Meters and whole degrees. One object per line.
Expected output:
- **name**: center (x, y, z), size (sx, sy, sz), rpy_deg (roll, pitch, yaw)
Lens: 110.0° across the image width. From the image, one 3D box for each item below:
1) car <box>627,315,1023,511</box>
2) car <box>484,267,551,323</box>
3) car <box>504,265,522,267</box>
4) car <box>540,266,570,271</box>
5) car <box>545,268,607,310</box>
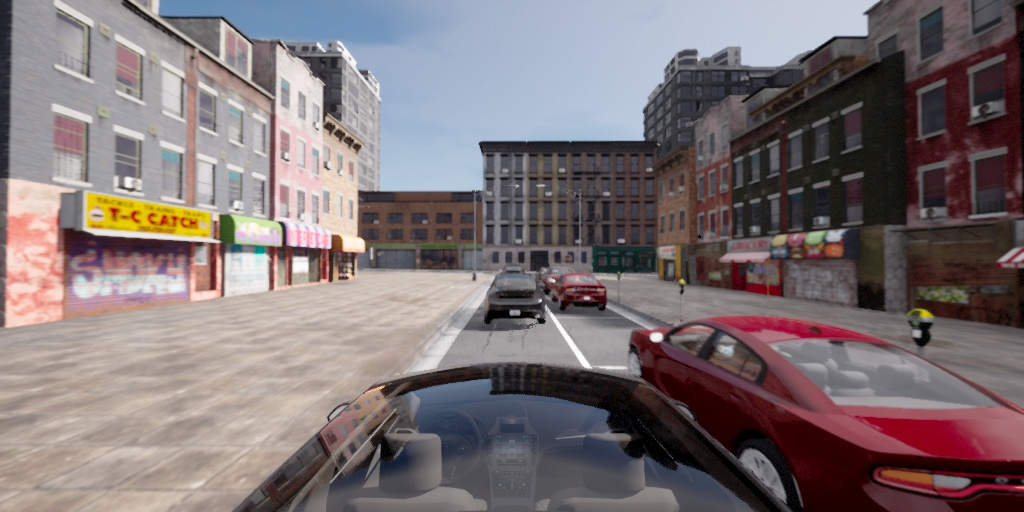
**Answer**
- **car**: center (2.638, 1.307, 3.877), size (1.888, 1.381, 4.507), rpy_deg (0, 0, 0)
- **car**: center (0.088, 1.318, 12.360), size (1.837, 1.490, 4.892), rpy_deg (0, 0, 0)
- **car**: center (0.091, 1.405, 27.251), size (1.837, 1.490, 4.892), rpy_deg (0, 0, 0)
- **car**: center (2.641, 1.298, 20.387), size (1.967, 1.591, 4.097), rpy_deg (0, 0, 0)
- **car**: center (2.640, 1.371, 14.884), size (1.888, 1.381, 4.507), rpy_deg (0, 0, 0)
